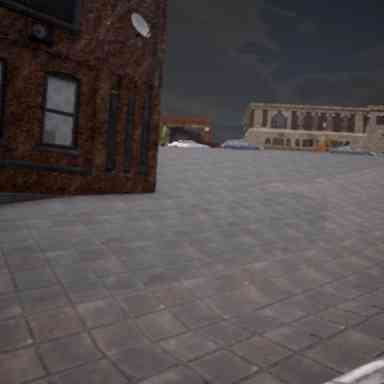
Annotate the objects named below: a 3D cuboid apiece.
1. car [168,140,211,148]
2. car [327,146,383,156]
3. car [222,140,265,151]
[{"bbox_3d":[-0.255,-4.612,34.521,4.674,1.452,2.002,3,-1,3],"label":"car"},{"bbox_3d":[16.144,-3.819,33.797,4.892,1.521,2.231,3,-1,3],"label":"car"},{"bbox_3d":[5.234,-4.501,34.282,4.553,1.767,2.185,3,-1,3],"label":"car"}]
